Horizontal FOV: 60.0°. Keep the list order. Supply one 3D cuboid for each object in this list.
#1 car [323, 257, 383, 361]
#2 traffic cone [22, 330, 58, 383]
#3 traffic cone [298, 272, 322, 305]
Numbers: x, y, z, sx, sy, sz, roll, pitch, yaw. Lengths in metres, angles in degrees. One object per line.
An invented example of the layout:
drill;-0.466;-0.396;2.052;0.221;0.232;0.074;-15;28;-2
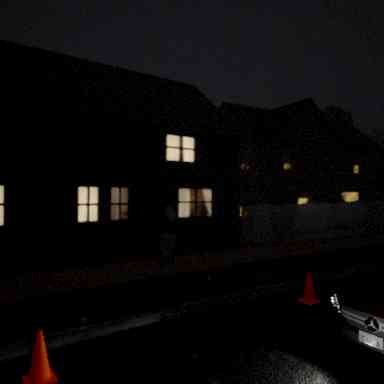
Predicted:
car;4.107;1.515;5.244;4.674;1.442;1.812;0;0;-32
traffic cone;-1.812;1.946;3.969;0.340;0.580;0.340;0;0;-35
traffic cone;2.403;1.942;6.805;0.340;0.580;0.340;0;0;-33
